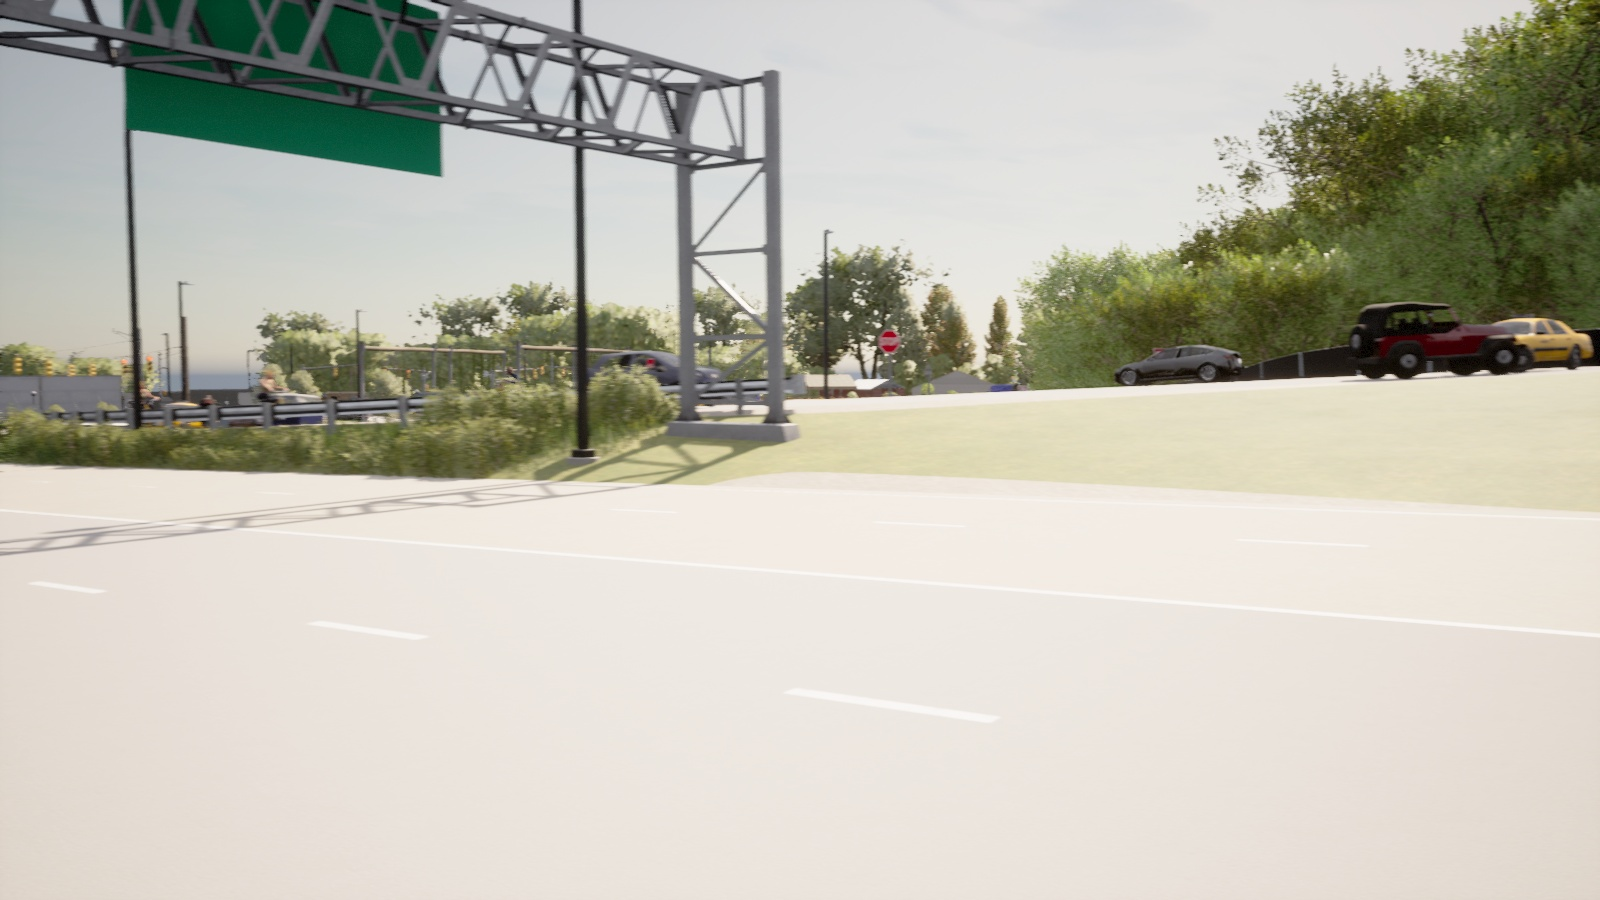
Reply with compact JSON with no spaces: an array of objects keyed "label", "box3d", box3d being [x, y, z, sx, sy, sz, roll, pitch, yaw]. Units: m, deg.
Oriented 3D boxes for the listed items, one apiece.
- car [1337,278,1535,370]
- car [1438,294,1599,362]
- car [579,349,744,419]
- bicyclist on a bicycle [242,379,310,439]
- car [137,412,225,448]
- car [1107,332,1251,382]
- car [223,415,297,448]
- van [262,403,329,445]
[{"label":"car","box3d":[15.691,-3.094,31.120,3.866,1.878,1.905,-5,5,0]},{"label":"car","box3d":[19.514,-3.317,33.881,5.366,1.575,1.801,-6,3,-35]},{"label":"car","box3d":[-3.513,-1.673,31.911,3.633,1.501,1.845,-2,4,24]},{"label":"bicyclist on a bicycle","box3d":[-14.954,-1.172,35.841,1.509,1.612,0.866,-2,2,21]},{"label":"car","box3d":[-29.011,-0.946,59.024,1.801,1.575,5.366,-2,1,-4]},{"label":"car","box3d":[14.557,-3.543,48.272,4.792,1.488,2.163,-3,2,33]},{"label":"car","box3d":[-31.323,-1.044,72.793,5.027,1.651,2.152,-2,0,45]},{"label":"van","box3d":[-25.330,-1.277,63.203,1.775,1.987,4.442,-1,1,-3]}]
